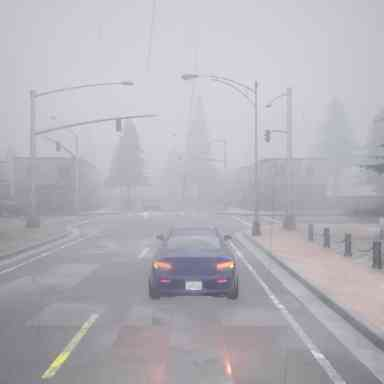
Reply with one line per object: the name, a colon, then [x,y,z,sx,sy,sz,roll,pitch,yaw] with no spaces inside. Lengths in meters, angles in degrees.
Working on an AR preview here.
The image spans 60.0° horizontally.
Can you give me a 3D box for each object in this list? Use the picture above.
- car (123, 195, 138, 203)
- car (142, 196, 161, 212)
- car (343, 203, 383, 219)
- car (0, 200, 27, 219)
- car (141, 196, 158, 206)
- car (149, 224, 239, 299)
car: [-12.805,1.320,68.730,2.097,1.767,4.553,0,0,-27]
car: [-4.488,1.513,38.097,2.033,1.411,5.357,0,0,-3]
car: [15.459,1.585,28.173,4.718,1.301,1.895,0,0,2]
car: [-17.023,1.462,28.912,5.008,1.535,1.882,0,0,3]
car: [-7.020,1.443,54.527,1.882,1.535,5.008,0,0,-17]
car: [0.045,1.526,8.305,1.812,1.442,4.674,0,0,0]
